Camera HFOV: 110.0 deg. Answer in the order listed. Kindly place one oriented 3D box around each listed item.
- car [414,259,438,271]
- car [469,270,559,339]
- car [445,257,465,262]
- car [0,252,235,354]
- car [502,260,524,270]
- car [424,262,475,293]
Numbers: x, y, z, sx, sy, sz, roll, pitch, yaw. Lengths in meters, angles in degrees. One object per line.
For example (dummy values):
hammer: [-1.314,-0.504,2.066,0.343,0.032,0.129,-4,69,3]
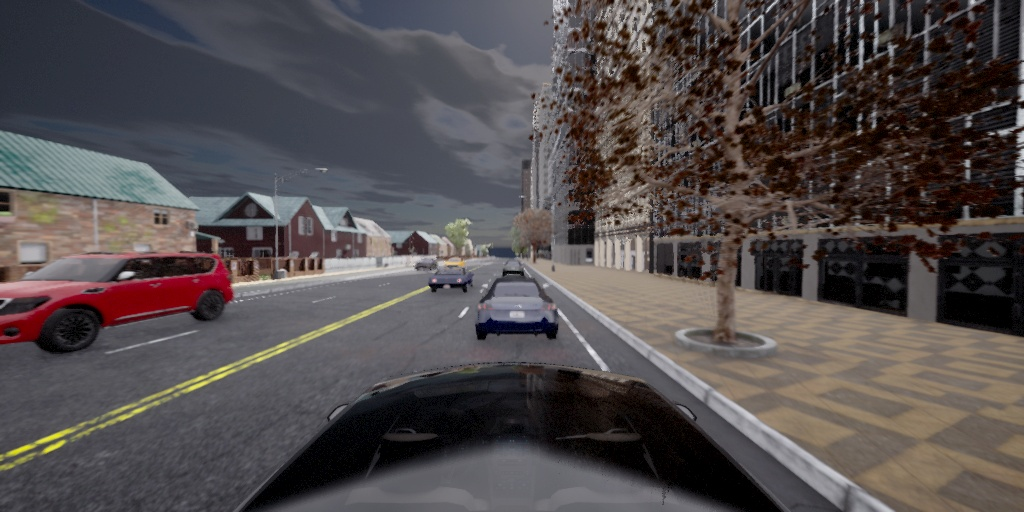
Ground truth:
car: [-9.833,1.001,41.771,2.033,1.411,5.357,0,0,0]
car: [0.101,1.243,9.844,1.994,1.385,4.181,0,0,0]
car: [-6.583,0.931,41.697,1.882,1.535,5.008,0,0,0]
car: [-9.828,0.911,8.962,2.150,2.045,5.566,0,0,0]
car: [0.099,1.065,33.940,1.994,1.385,4.181,0,0,0]
car: [-3.152,1.204,19.620,1.895,1.301,4.718,0,0,0]
